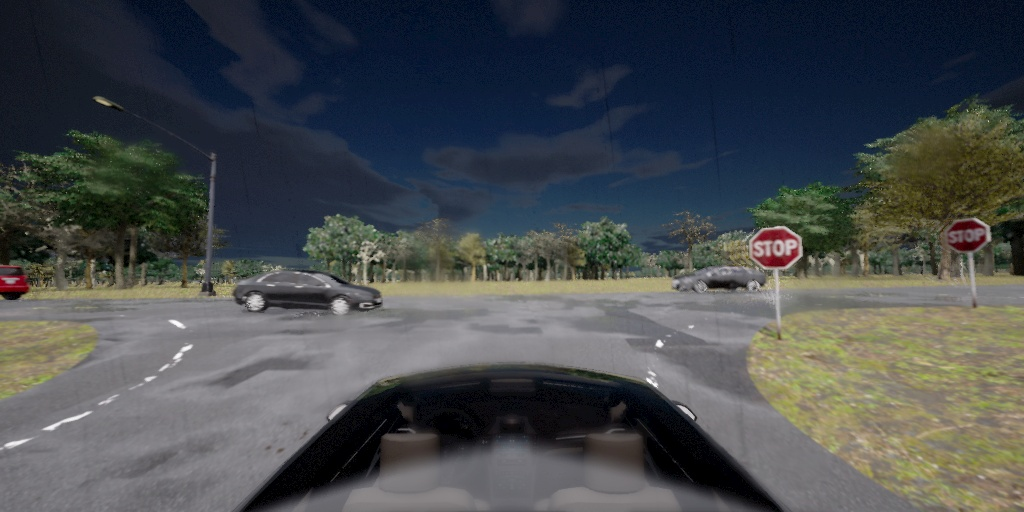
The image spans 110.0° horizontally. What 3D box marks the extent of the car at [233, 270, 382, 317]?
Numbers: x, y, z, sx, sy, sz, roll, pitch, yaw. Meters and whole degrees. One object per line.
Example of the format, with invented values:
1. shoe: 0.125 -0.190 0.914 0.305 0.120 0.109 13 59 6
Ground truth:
1. car: -7.223 1.285 12.941 4.892 1.490 1.837 2 -2 0

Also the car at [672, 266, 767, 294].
1. car: 11.596 1.343 20.219 4.902 1.511 2.128 -1 -4 -1

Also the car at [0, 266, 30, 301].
1. car: -30.754 1.565 20.106 5.566 2.045 2.150 -1 -4 0
